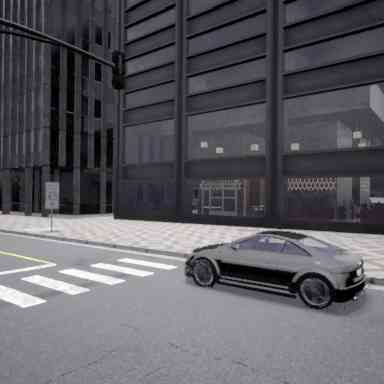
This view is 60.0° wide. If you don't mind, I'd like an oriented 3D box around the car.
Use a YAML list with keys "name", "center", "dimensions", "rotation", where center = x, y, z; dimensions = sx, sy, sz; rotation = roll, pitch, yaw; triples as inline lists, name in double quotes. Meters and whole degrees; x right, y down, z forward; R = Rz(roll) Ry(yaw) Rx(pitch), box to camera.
- name: "car"
  center: [1.858, 1.639, 8.072]
  dimensions: [4.181, 1.385, 1.994]
  rotation: [-1, -1, 38]
